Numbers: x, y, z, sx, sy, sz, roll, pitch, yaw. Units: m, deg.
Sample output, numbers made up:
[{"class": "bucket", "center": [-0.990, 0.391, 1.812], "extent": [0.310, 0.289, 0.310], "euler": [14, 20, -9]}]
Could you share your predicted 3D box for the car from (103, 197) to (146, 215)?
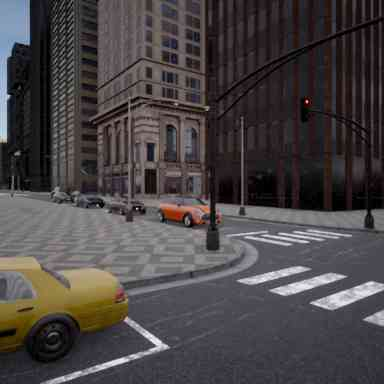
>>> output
[{"class": "car", "center": [-5.412, 1.086, 27.353], "extent": [1.994, 1.385, 4.181], "euler": [0, 1, -36]}]

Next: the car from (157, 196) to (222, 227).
[{"class": "car", "center": [-0.218, 1.048, 20.093], "extent": [2.097, 1.767, 4.553], "euler": [0, 1, -36]}]

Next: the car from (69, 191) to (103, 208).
[{"class": "car", "center": [-10.834, 0.891, 34.937], "extent": [2.033, 1.411, 5.357], "euler": [0, 1, -35]}]

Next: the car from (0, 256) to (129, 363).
[{"class": "car", "center": [-3.261, 1.525, 4.323], "extent": [4.829, 1.417, 1.752], "euler": [0, 0, -35]}]

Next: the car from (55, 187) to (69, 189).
[{"class": "car", "center": [-21.924, 0.131, 55.759], "extent": [2.150, 2.045, 5.566], "euler": [0, 1, -36]}]

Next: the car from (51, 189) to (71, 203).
[{"class": "car", "center": [-16.670, 0.661, 43.144], "extent": [1.837, 1.490, 4.892], "euler": [0, 1, -36]}]
